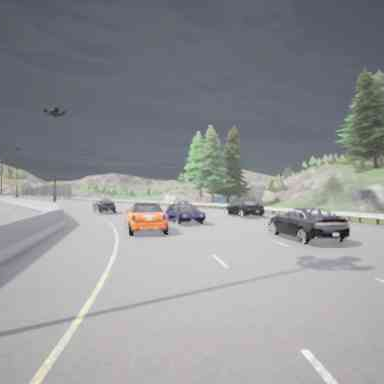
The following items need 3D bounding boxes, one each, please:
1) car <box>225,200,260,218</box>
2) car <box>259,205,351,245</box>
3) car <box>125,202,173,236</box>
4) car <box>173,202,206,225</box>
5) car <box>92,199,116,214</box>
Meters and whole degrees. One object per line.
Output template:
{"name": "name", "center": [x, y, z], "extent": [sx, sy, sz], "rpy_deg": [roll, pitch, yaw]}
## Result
{"name": "car", "center": [4.706, 1.492, 30.423], "extent": [1.882, 1.535, 5.008], "rpy_deg": [0, 0, -19]}
{"name": "car", "center": [5.258, 1.484, 15.593], "extent": [2.128, 1.511, 4.902], "rpy_deg": [0, 0, -11]}
{"name": "car", "center": [-2.716, 1.391, 19.118], "extent": [2.097, 1.767, 4.553], "rpy_deg": [0, 0, -14]}
{"name": "car", "center": [-0.602, 1.636, 24.572], "extent": [1.895, 1.301, 4.718], "rpy_deg": [0, 0, -18]}
{"name": "car", "center": [-9.869, 1.604, 37.192], "extent": [1.837, 1.490, 4.892], "rpy_deg": [0, 0, -28]}
